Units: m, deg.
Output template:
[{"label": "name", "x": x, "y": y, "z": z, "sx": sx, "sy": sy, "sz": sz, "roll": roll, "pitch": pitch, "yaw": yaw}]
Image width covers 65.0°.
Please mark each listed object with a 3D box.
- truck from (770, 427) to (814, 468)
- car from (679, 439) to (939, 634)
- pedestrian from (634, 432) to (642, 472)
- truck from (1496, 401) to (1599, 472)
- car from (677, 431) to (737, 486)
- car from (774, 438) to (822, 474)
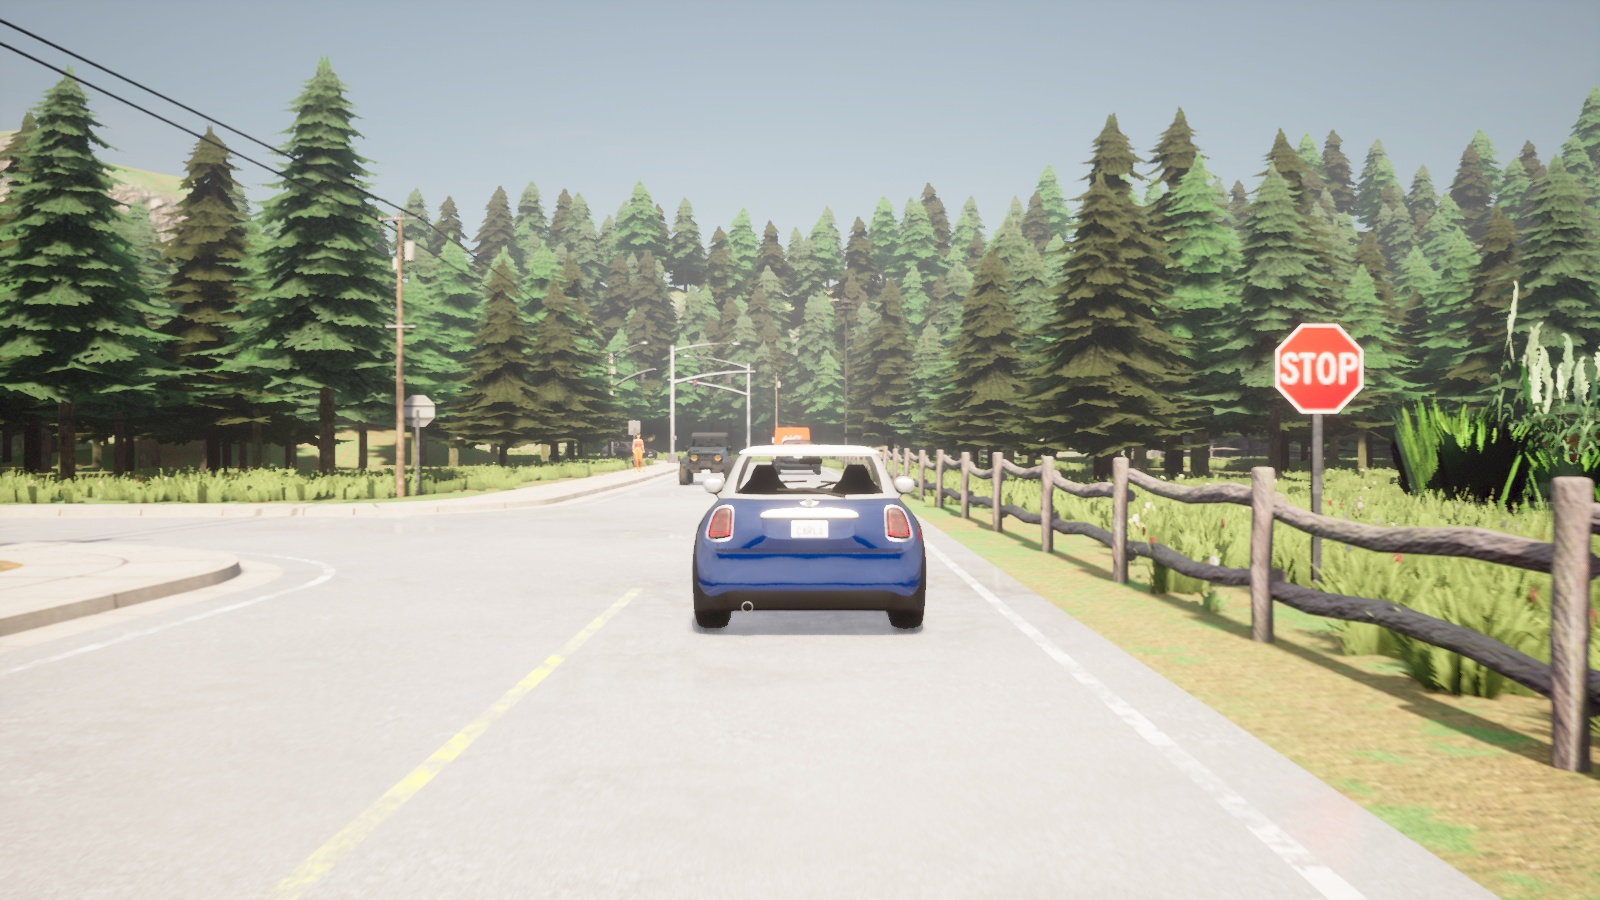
[{"label": "truck", "x": -0.538, "y": -0.175, "z": 78.595, "sx": 2.627, "sy": 2.467, "sz": 5.204, "roll": 0, "pitch": 0, "yaw": -2}, {"label": "car", "x": 0.080, "y": 0.648, "z": 11.418, "sx": 1.970, "sy": 1.475, "sz": 3.806, "roll": 0, "pitch": 0, "yaw": 0}, {"label": "pedestrian", "x": -7.527, "y": 0.082, "z": 58.344, "sx": 0.345, "sy": 1.836, "sz": 0.594, "roll": 0, "pitch": 0, "yaw": -7}, {"label": "truck", "x": 43.716, "y": -0.742, "z": 69.882, "sx": 2.891, "sy": 3.827, "sz": 8.468, "roll": 0, "pitch": 0, "yaw": -30}, {"label": "car", "x": -3.275, "y": 0.287, "z": 44.872, "sx": 1.905, "sy": 1.878, "sz": 3.866, "roll": 0, "pitch": 0, "yaw": -1}, {"label": "car", "x": -0.140, "y": 0.255, "z": 60.915, "sx": 2.242, "sy": 1.667, "sz": 4.611, "roll": 0, "pitch": 0, "yaw": -1}]
